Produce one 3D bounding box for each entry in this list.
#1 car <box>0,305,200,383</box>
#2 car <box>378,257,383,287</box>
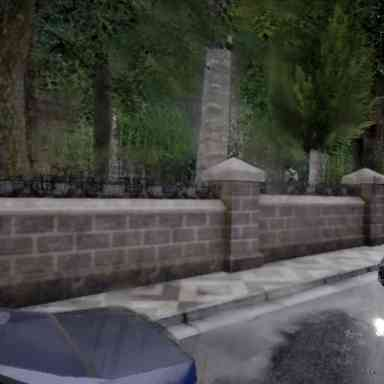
[{"bbox_3d":[-2.396,1.518,1.705,5.357,1.411,2.033,0,1,-35],"label":"car"},{"bbox_3d":[6.236,1.484,7.739,4.674,1.442,1.812,0,1,-35],"label":"car"}]
